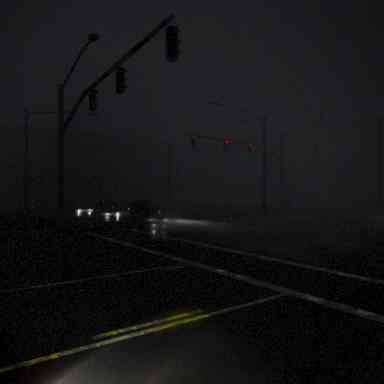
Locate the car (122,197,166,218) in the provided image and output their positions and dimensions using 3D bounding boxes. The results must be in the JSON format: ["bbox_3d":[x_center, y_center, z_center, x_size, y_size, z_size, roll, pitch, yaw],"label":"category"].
[{"bbox_3d":[-4.219,1.492,30.608,2.128,1.511,4.902,0,0,-36],"label":"car"}]

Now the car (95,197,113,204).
[{"bbox_3d":[-16.502,1.601,62.705,1.895,1.301,4.718,0,0,3],"label":"car"}]

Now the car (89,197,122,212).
[{"bbox_3d":[-10.018,1.564,38.684,1.994,1.385,4.181,0,0,-35],"label":"car"}]

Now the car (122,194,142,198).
[{"bbox_3d":[-13.671,1.524,72.533,1.812,1.442,4.674,0,0,30],"label":"car"}]

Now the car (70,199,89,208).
[{"bbox_3d":[-15.742,1.601,46.804,1.895,1.301,4.718,0,0,-32],"label":"car"}]
